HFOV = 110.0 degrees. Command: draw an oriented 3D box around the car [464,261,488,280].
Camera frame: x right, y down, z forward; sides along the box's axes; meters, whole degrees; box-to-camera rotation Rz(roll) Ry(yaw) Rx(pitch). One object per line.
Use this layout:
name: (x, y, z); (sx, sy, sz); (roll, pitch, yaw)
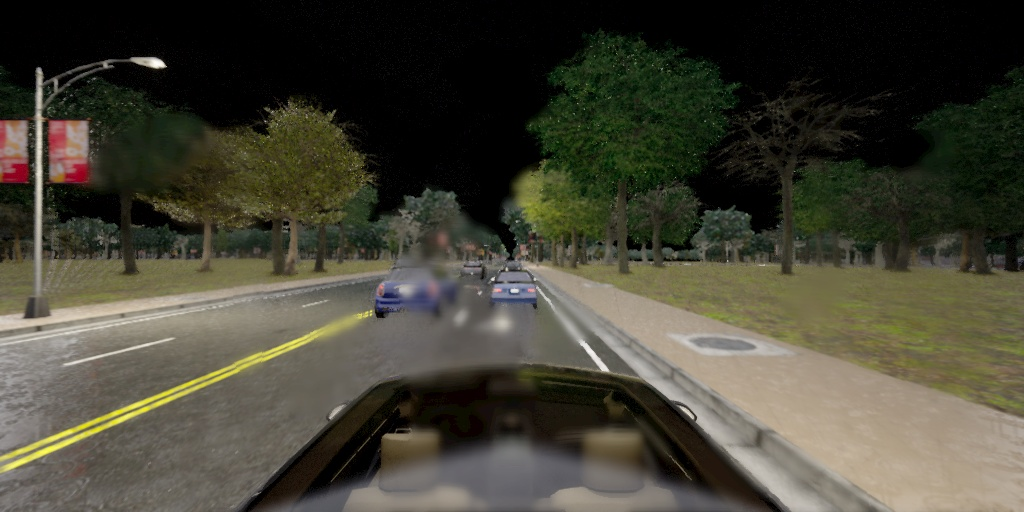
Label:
car: (-3.166, 1.184, 30.687); (2.128, 1.511, 4.902); (0, 0, 0)

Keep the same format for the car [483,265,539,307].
car: (0.092, 1.263, 15.066); (2.033, 1.411, 5.357); (0, 0, 0)

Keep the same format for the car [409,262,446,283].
car: (-6.598, 1.221, 28.392); (1.812, 1.442, 4.674); (0, 0, 0)

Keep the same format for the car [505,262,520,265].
car: (0.081, 1.290, 38.477); (1.895, 1.301, 4.718); (0, 0, 0)

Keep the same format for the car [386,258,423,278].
car: (-9.826, 1.042, 33.200); (2.097, 1.767, 4.553); (0, 0, 0)

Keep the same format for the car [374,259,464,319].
car: (-3.157, 1.072, 12.836); (2.097, 1.767, 4.553); (0, 0, 0)
